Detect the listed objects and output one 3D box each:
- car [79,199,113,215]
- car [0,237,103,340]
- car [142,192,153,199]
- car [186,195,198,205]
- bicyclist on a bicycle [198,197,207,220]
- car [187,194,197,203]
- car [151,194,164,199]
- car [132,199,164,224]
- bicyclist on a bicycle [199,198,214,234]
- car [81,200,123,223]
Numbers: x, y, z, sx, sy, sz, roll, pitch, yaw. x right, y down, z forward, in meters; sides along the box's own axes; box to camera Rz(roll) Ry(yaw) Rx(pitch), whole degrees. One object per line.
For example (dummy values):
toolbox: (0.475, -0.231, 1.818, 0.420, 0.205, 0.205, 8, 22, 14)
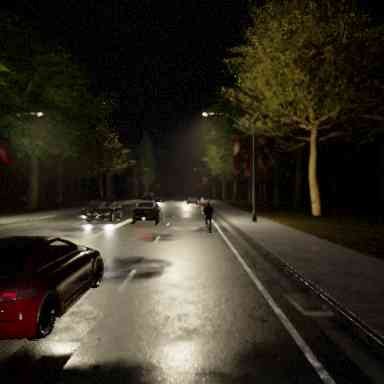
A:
car: (-9.885, 1.531, 34.783, 2.033, 1.411, 5.357, 0, 0, 0)
car: (-3.159, 1.557, 6.524, 1.994, 1.385, 4.181, 0, 0, 0)
car: (-9.832, 1.056, 75.163, 2.150, 2.045, 5.566, 0, 0, 0)
car: (0.036, 1.531, 59.387, 1.812, 1.442, 4.674, 0, 0, 0)
bicyclist on a bicycle: (0.860, 1.352, 28.001, 0.659, 1.776, 1.843, 0, 0, 0)
car: (-0.080, 1.392, 73.606, 2.097, 1.767, 4.553, 0, 0, 0)
car: (-6.577, 1.525, 66.529, 1.837, 1.490, 4.892, 0, 0, 0)
car: (-3.178, 1.487, 24.273, 1.837, 1.490, 4.892, 0, 0, 0)
bicyclist on a bicycle: (0.871, 1.355, 17.885, 0.659, 1.776, 1.843, 0, 0, 0)
car: (-6.626, 1.487, 25.584, 1.837, 1.490, 4.892, 0, 0, 0)
